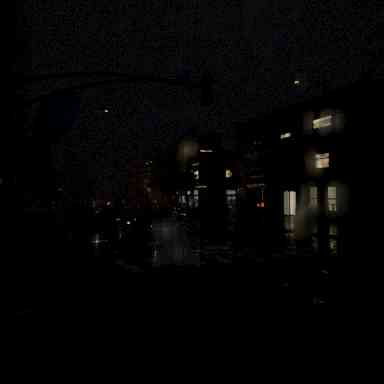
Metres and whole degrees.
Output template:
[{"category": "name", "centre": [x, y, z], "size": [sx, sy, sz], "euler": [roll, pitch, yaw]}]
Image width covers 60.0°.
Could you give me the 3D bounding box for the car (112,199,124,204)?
[{"category": "car", "centre": [-13.570, 2.213, 59.755], "size": [2.192, 1.841, 5.009], "euler": [-2, 0, -24]}]

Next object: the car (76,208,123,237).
[{"category": "car", "centre": [-5.901, 1.940, 20.847], "size": [1.947, 1.339, 4.313], "euler": [-2, 0, -24]}]

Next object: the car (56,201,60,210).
[{"category": "car", "centre": [-23.465, 2.383, 61.492], "size": [2.192, 1.841, 5.009], "euler": [-2, 0, -24]}]

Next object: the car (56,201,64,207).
[{"category": "car", "centre": [-34.439, 3.024, 86.705], "size": [1.752, 1.417, 4.829], "euler": [-2, 0, -24]}]

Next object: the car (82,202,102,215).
[{"category": "car", "centre": [-13.976, 2.256, 46.370], "size": [2.128, 1.511, 4.902], "euler": [-1, -1, -23]}]

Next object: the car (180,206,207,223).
[{"category": "car", "centre": [-0.188, 1.926, 29.364], "size": [2.008, 1.369, 4.403], "euler": [-2, 0, -24]}]

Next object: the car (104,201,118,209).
[{"category": "car", "centre": [-15.840, 2.512, 64.984], "size": [1.752, 1.417, 4.829], "euler": [-2, 0, -24]}]

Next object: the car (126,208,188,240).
[{"category": "car", "centre": [-2.132, 1.861, 19.040], "size": [1.994, 1.385, 4.181], "euler": [-1, -1, -24]}]

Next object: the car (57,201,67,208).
[{"category": "car", "centre": [-30.087, 2.872, 76.712], "size": [1.887, 1.381, 4.507], "euler": [-2, 0, -24]}]

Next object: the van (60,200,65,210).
[{"category": "van", "centre": [-19.046, 2.236, 51.344], "size": [1.690, 1.788, 3.998], "euler": [-2, 0, -24]}]

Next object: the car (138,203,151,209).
[{"category": "car", "centre": [-6.630, 2.176, 43.864], "size": [2.008, 1.369, 4.403], "euler": [-2, 0, -24]}]

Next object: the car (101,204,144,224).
[{"category": "car", "centre": [-5.880, 1.992, 27.633], "size": [2.033, 1.411, 5.357], "euler": [-1, -1, -24]}]

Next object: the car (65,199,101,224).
[{"category": "car", "centre": [-10.012, 1.851, 30.340], "size": [2.192, 1.841, 5.009], "euler": [-2, 0, -24]}]

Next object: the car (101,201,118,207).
[{"category": "car", "centre": [-9.909, 2.108, 36.914], "size": [1.837, 1.490, 4.892], "euler": [-1, -1, -23]}]

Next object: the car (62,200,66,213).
[{"category": "car", "centre": [-14.344, 2.150, 40.524], "size": [1.967, 1.590, 4.097], "euler": [-2, 0, -24]}]
